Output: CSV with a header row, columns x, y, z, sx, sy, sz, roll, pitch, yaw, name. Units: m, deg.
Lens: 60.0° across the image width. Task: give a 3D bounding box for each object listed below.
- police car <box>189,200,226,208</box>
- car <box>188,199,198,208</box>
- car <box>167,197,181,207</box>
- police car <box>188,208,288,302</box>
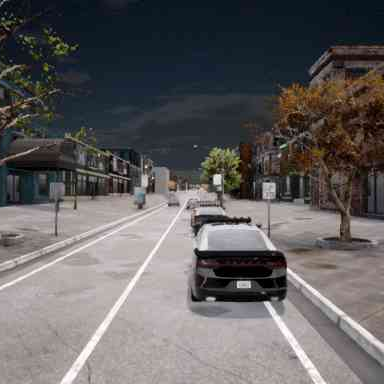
x,y,z,sx,sy,sz,roll,pitch,yaw,name
0.964,1.463,18.481,1.930,1.638,5.238,0,0,0,police car
0.985,1.401,24.341,2.097,1.767,4.553,0,0,0,car
-2.817,1.580,52.069,1.837,1.490,4.892,0,0,0,car
0.929,1.441,8.481,1.930,1.638,5.238,0,0,0,police car
